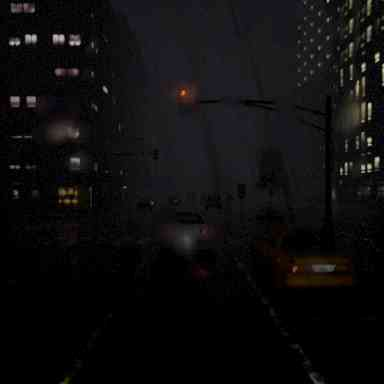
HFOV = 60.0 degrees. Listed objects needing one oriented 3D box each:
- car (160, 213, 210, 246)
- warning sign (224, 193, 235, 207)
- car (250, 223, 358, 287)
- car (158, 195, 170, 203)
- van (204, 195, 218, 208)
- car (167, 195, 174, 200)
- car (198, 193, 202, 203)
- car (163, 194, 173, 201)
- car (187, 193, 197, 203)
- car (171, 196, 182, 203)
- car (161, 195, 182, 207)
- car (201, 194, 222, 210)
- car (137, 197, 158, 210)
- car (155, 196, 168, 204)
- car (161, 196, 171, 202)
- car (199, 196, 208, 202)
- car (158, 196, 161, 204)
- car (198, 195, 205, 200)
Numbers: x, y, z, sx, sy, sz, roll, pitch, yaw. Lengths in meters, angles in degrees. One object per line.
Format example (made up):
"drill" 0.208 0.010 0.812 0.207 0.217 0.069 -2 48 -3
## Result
"car" -0.467 1.597 15.200 1.895 1.301 4.718 0 0 -7
"warning sign" 5.019 1.076 44.580 1.300 1.860 1.060 0 0 0
"car" 2.675 1.513 9.078 1.752 1.417 4.829 0 0 0
"car" -5.776 1.406 68.944 1.967 1.590 4.097 0 0 0
"van" 2.630 1.301 46.847 1.690 1.788 3.998 0 0 0
"car" -5.801 1.504 90.881 1.752 1.417 4.829 0 0 0
"car" 2.610 1.278 63.427 2.192 1.841 5.009 0 0 0
"car" -5.789 1.411 79.997 1.967 1.590 4.097 0 0 0
"car" -0.084 1.505 70.094 2.033 1.411 5.357 0 0 0
"car" -3.089 1.525 67.559 1.994 1.385 4.181 0 0 0
"car" -3.146 1.312 51.530 2.097 1.767 4.553 0 0 0
"car" 2.636 1.277 41.321 2.192 1.841 5.009 0 0 0
"car" -5.742 1.513 41.311 2.008 1.369 4.403 0 0 0
"car" -5.769 1.508 63.416 1.887 1.381 4.507 0 0 0
"car" -5.782 1.550 74.471 1.802 1.307 4.206 0 0 0
"car" 2.598 1.512 74.481 1.887 1.381 4.507 0 0 0
"car" -5.762 1.512 57.891 2.008 1.369 4.403 0 0 0
"car" 2.578 1.504 91.230 1.752 1.417 4.829 0 0 0
